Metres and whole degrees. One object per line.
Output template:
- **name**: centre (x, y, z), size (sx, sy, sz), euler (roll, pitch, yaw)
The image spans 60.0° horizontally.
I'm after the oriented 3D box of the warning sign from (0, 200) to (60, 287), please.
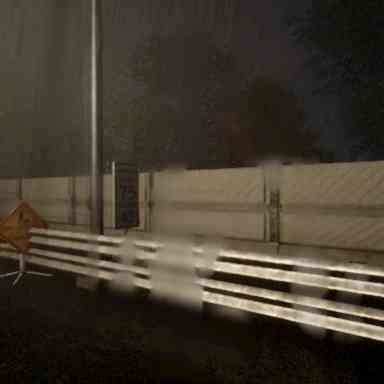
- **warning sign**: centre (-4.102, 1.141, 8.072), size (1.060, 1.860, 1.300), euler (-1, 0, 35)
